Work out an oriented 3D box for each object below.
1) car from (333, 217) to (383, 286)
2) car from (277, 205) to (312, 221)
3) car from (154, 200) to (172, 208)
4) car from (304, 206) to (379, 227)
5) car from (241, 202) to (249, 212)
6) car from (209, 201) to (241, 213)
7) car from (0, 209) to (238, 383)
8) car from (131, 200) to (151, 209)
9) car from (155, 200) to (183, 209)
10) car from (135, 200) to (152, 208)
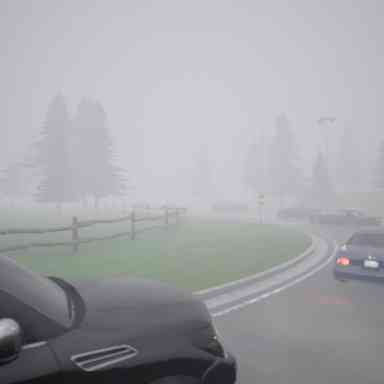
[{"bbox_3d":[5.486,1.692,9.509,2.033,1.411,5.357,-1,-1,36],"label":"car"},{"bbox_3d":[10.250,1.959,31.735,2.128,1.511,4.902,1,-1,-32],"label":"car"},{"bbox_3d":[-6.318,2.544,71.530,1.812,1.442,4.674,1,-1,-32],"label":"car"},{"bbox_3d":[10.868,1.959,24.106,1.895,1.301,4.718,1,-1,-32],"label":"car"},{"bbox_3d":[6.573,2.215,50.918,1.882,1.535,5.008,1,-1,-32],"label":"car"},{"bbox_3d":[4.434,2.042,47.732,2.097,1.767,4.553,1,-1,-32],"label":"car"},{"bbox_3d":[-2.278,1.254,2.253,5.566,2.045,2.150,1,-1,-33],"label":"car"},{"bbox_3d":[-8.598,2.313,55.445,1.812,1.442,4.674,1,-1,-32],"label":"car"},{"bbox_3d":[-3.487,2.317,53.848,2.033,1.411,5.357,1,-1,-32],"label":"car"},{"bbox_3d":[-10.487,2.494,71.563,1.882,1.535,5.008,1,-1,-32],"label":"car"}]
